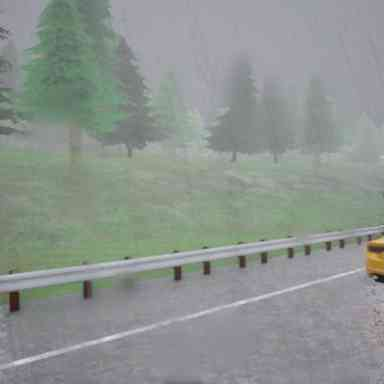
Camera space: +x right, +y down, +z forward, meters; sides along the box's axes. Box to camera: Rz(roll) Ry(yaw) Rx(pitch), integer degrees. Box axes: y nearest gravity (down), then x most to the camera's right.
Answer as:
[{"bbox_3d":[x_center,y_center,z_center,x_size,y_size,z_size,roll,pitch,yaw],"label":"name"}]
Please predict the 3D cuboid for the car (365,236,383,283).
[{"bbox_3d":[6.365,1.481,8.464,5.008,1.535,1.882,0,0,-37],"label":"car"}]
